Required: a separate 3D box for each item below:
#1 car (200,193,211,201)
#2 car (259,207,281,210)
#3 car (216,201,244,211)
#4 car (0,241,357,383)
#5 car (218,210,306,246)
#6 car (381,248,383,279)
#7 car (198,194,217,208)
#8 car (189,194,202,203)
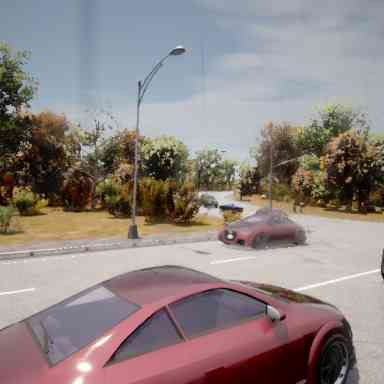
[{"bbox_3d":[3.200,1.132,78.711,2.128,1.511,4.902,2,2,-1],"label":"car"},{"bbox_3d":[9.030,2.357,37.635,1.994,1.385,4.181,3,-1,-22],"label":"car"},{"bbox_3d":[5.513,2.250,46.913,1.895,1.301,4.718,3,0,-18],"label":"car"},{"bbox_3d":[-0.005,1.572,3.744,4.181,1.385,1.994,0,0,-36],"label":"car"},{"bbox_3d":[3.206,1.708,14.906,4.181,1.385,1.994,2,-1,-36],"label":"car"},{"bbox_3d":[7.017,1.488,8.798,4.553,1.767,2.097,2,-1,-35],"label":"car"},{"bbox_3d":[2.806,1.559,56.694,2.150,2.045,5.566,3,2,-13],"label":"car"},{"bbox_3d":[0.617,1.354,68.536,1.837,1.490,4.892,2,2,-9],"label":"car"}]
